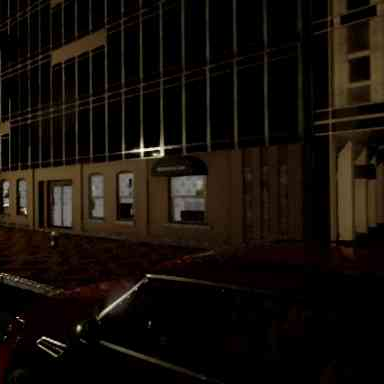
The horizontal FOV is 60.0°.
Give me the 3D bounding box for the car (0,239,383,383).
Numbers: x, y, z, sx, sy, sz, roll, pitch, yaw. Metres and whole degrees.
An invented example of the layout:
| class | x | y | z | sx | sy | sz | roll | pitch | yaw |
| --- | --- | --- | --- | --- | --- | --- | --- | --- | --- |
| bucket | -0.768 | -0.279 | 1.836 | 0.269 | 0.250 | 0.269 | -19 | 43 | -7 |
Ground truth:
| class | x | y | z | sx | sy | sz | roll | pitch | yaw |
| --- | --- | --- | --- | --- | --- | --- | --- | --- | --- |
| car | 0.519 | 1.322 | 2.510 | 5.009 | 1.841 | 2.192 | -1 | -1 | 35 |
